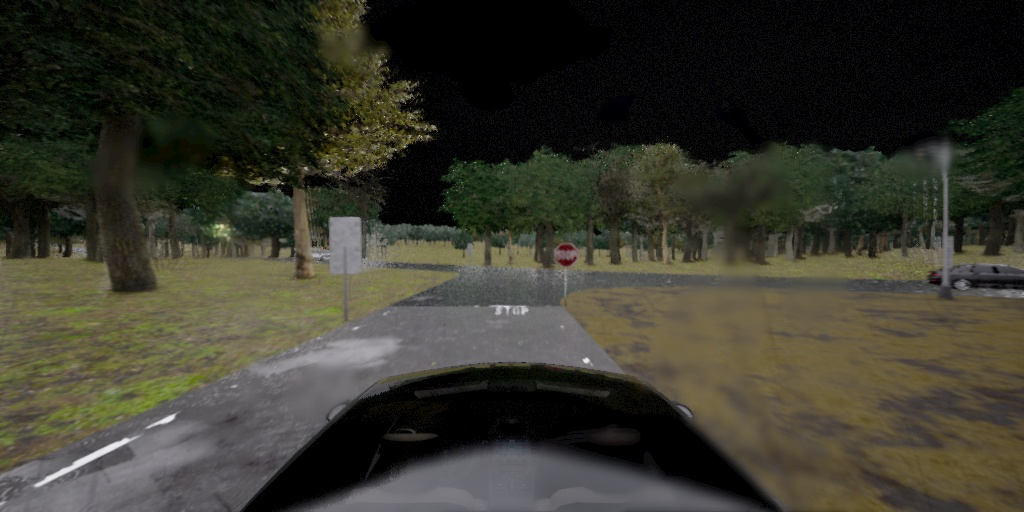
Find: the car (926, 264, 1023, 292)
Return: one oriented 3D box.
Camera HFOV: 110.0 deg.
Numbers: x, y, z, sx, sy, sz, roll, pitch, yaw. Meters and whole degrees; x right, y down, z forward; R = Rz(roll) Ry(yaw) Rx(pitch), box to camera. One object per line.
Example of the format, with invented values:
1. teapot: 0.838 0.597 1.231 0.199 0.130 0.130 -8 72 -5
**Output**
1. car: 26.153 1.185 19.430 4.892 1.490 1.837 0 1 35
